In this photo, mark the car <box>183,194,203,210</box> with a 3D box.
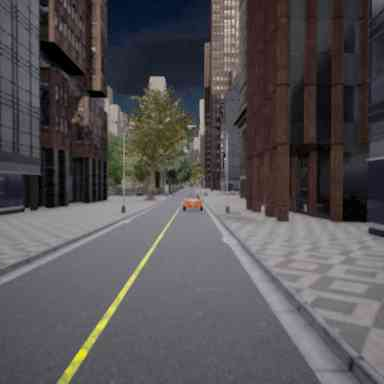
[{"bbox_3d":[0.094,1.050,37.630,2.097,1.767,4.553,0,1,0],"label":"car"}]
